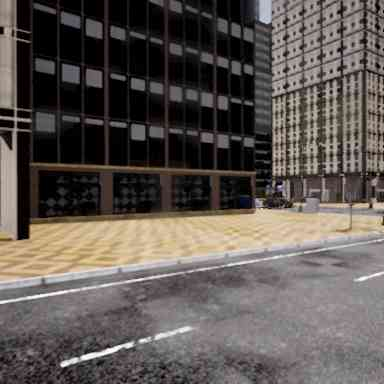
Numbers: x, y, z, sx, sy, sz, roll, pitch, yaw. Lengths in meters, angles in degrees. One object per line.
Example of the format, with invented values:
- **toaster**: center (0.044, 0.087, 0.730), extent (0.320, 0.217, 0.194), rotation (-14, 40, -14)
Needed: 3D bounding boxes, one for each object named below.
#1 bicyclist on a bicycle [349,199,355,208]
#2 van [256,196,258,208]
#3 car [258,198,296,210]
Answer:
- **bicyclist on a bicycle**: center (21.974, 1.336, 45.681), extent (1.656, 1.620, 0.582), rotation (-1, 1, -34)
- **van**: center (7.583, 1.375, 46.724), extent (1.690, 1.788, 3.998), rotation (0, 0, -34)
- **car**: center (11.794, 1.546, 45.129), extent (1.837, 1.490, 4.892), rotation (0, 1, -34)
